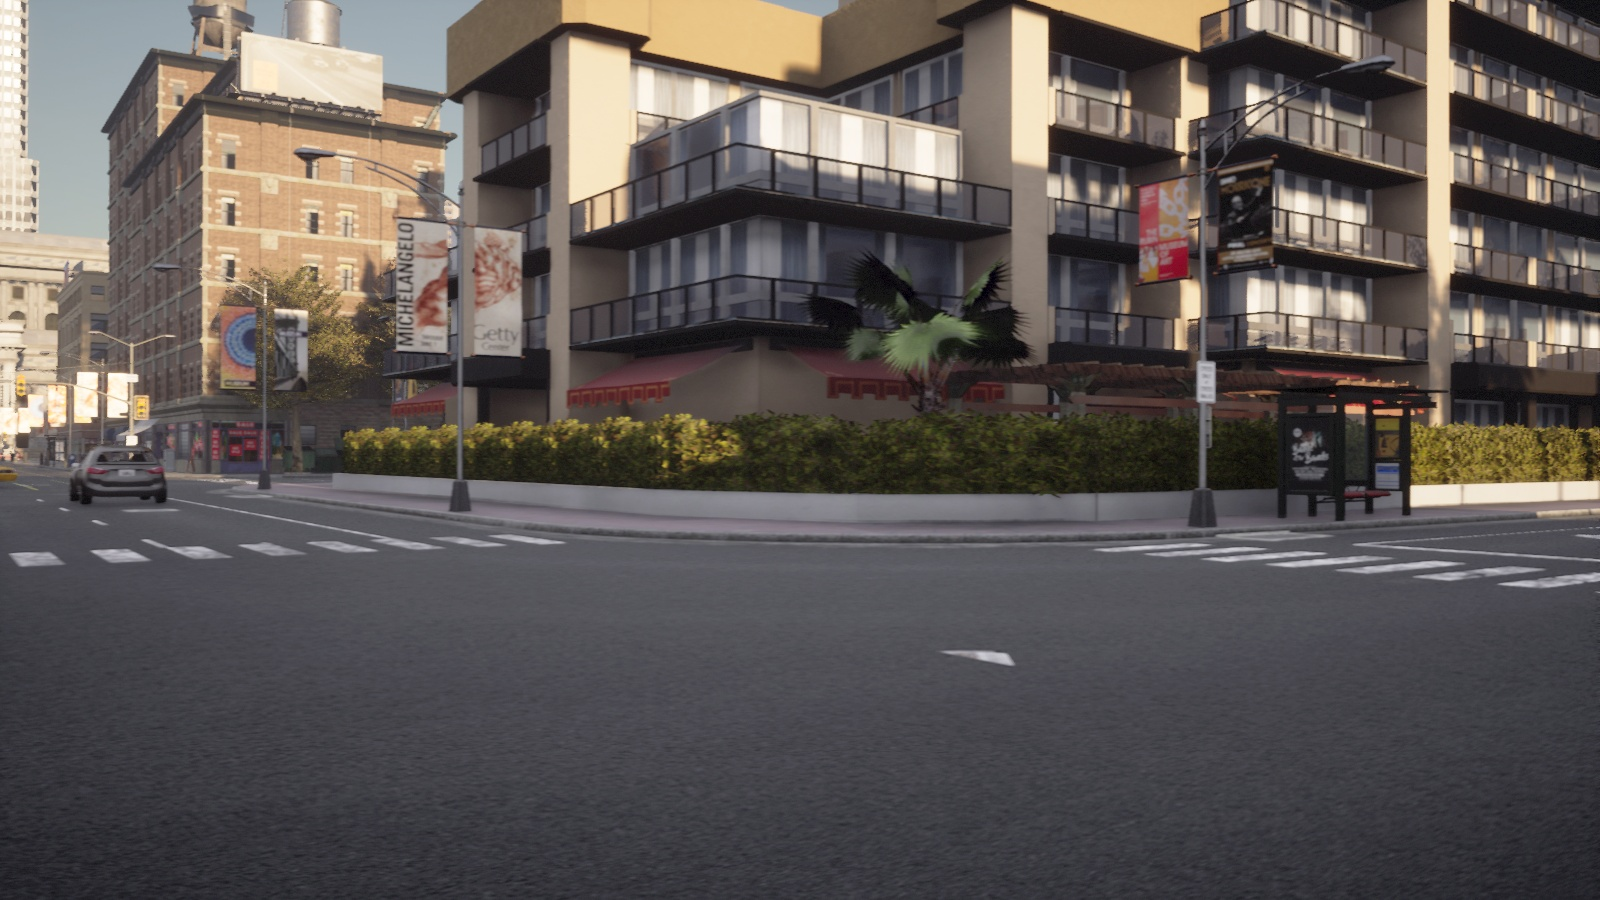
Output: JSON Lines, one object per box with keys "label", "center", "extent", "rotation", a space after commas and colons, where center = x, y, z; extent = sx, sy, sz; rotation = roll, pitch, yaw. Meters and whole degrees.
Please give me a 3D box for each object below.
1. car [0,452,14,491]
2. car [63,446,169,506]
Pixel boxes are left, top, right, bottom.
{"label": "car", "center": [-34.791, 0.881, 50.434], "extent": [5.366, 1.575, 1.801], "rotation": [0, 0, -36]}
{"label": "car", "center": [-20.202, 0.723, 37.003], "extent": [2.242, 1.667, 4.611], "rotation": [0, 0, -35]}
